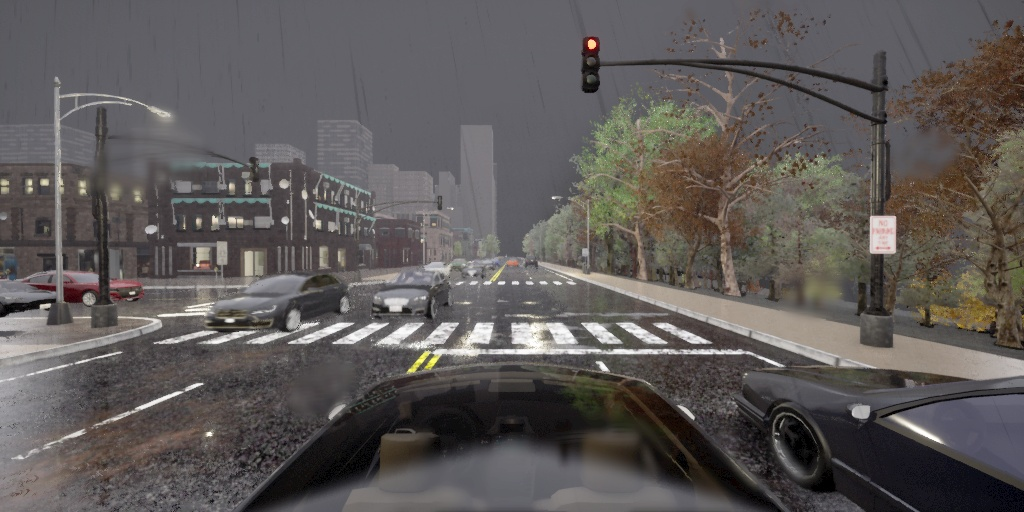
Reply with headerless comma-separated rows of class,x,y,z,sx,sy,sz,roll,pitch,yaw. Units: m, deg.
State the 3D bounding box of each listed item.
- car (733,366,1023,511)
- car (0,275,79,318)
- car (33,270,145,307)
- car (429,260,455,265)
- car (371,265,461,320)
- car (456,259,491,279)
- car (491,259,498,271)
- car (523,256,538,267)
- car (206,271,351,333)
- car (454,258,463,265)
car,3.350,1.297,1.482,2.033,1.411,5.357,0,0,0
car,-19.933,1.564,13.658,4.313,1.339,1.948,0,0,0
car,-19.822,1.448,16.363,5.008,1.535,1.882,-1,1,0
car,-6.627,1.266,31.855,1.812,1.442,4.674,0,0,2
car,-3.336,1.239,12.730,2.128,1.511,4.902,0,0,0
car,-3.314,1.232,31.984,2.128,1.511,4.902,0,0,0
car,-3.296,1.259,48.173,1.812,1.442,4.674,0,0,0
car,3.424,0.947,64.229,2.150,2.045,5.566,0,0,0
car,-6.591,1.254,10.804,1.837,1.490,4.892,0,0,0
car,-6.547,1.089,44.642,2.097,1.767,4.553,0,0,0
